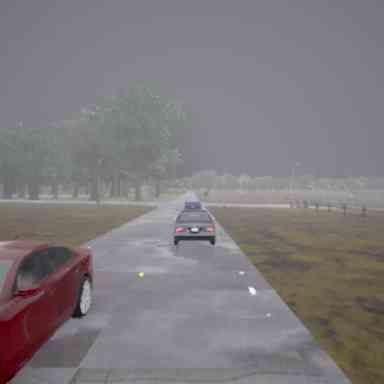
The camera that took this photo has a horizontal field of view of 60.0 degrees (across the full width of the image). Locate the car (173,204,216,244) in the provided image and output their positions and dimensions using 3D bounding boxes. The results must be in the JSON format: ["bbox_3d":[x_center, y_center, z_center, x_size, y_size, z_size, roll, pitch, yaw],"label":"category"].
[{"bbox_3d":[0.097,1.526,15.616,2.033,1.411,5.357,0,0,0],"label":"car"}]

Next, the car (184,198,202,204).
[{"bbox_3d":[0.092,1.415,37.690,1.882,1.535,5.008,0,0,0],"label":"car"}]

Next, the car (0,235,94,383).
[{"bbox_3d":[-2.849,1.472,4.558,1.882,1.535,5.008,0,0,0],"label":"car"}]
